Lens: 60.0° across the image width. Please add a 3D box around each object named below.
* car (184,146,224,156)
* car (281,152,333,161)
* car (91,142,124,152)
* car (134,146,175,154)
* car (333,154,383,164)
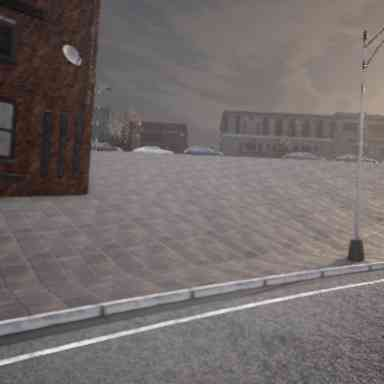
[{"bbox_3d":[1.363,-4.235,36.869,4.553,1.767,2.185,3,-2,2],"label":"car"},{"bbox_3d":[12.282,-3.592,36.574,4.892,1.521,2.231,3,-2,2],"label":"car"},{"bbox_3d":[-9.790,-4.759,37.166,4.553,1.767,2.185,3,-2,2],"label":"car"},{"bbox_3d":[-4.130,-4.327,37.010,4.674,1.452,2.002,3,-2,2],"label":"car"},{"bbox_3d":[17.794,-3.318,36.435,4.892,1.521,2.231,3,-2,1],"label":"car"}]
